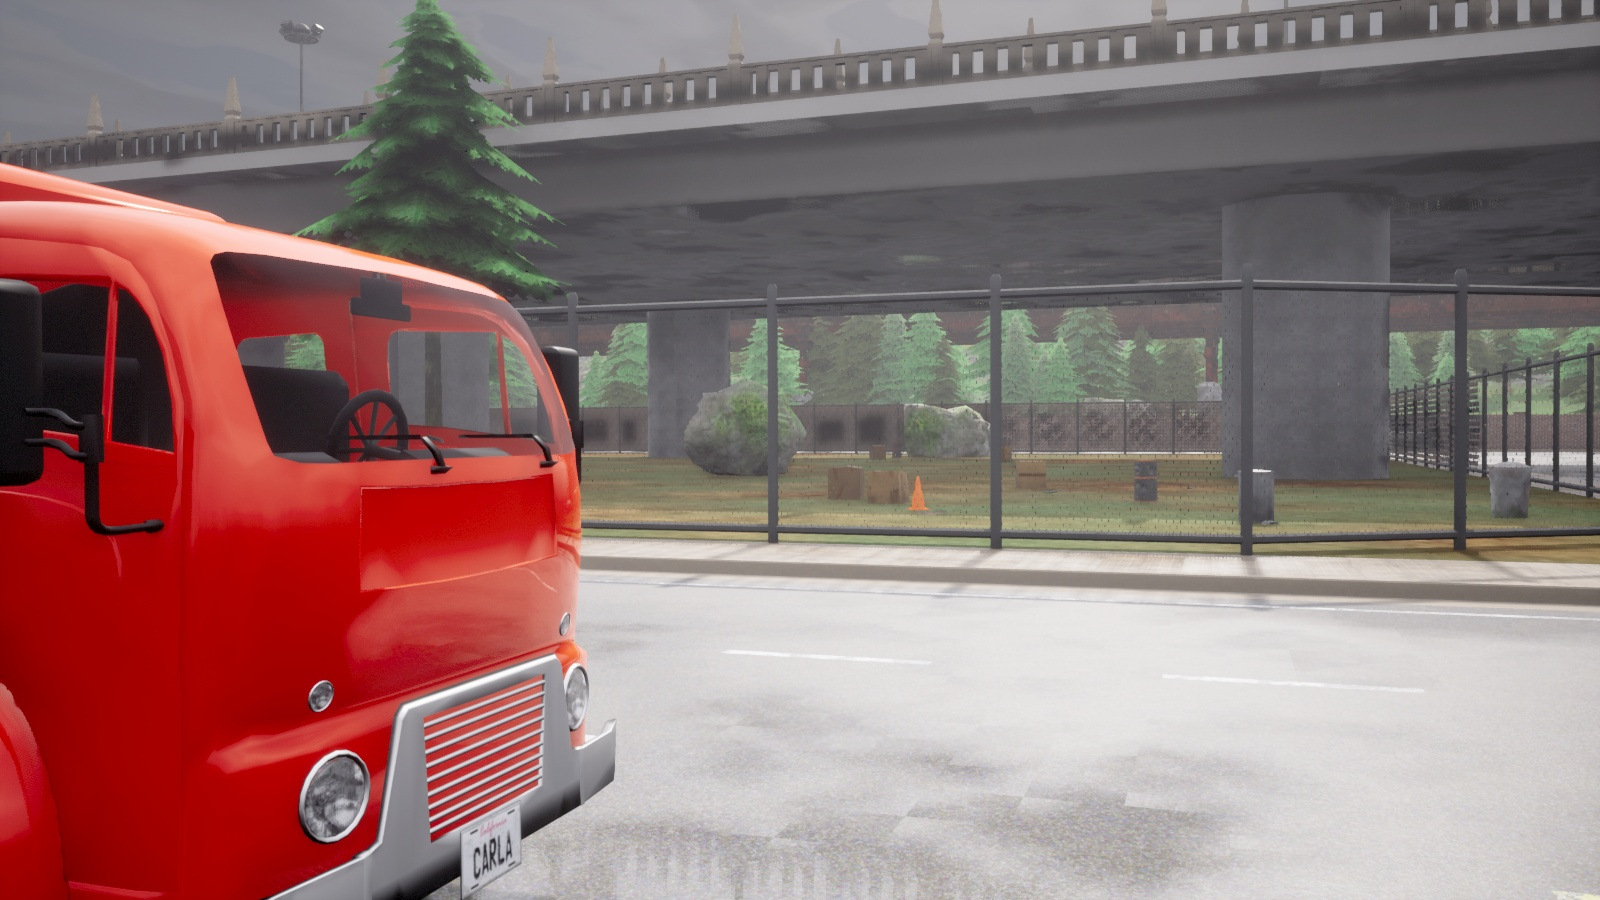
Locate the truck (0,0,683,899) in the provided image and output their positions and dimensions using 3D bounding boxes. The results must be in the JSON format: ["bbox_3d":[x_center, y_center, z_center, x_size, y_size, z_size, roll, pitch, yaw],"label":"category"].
[{"bbox_3d":[-3.327,0.259,4.304,5.204,2.467,2.627,0,1,19],"label":"truck"}]

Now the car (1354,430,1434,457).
[{"bbox_3d":[39.101,-0.439,82.829,4.553,1.767,2.097,1,1,19],"label":"car"}]
